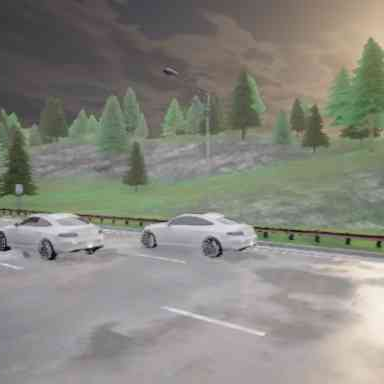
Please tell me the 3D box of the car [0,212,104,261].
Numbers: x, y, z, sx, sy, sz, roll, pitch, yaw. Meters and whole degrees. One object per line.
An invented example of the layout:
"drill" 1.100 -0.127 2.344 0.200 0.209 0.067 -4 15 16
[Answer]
"car" -5.125 1.457 11.943 4.674 1.442 1.812 0 0 36

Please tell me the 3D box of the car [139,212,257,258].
"car" 0.119 1.482 12.500 4.674 1.442 1.812 0 0 35
